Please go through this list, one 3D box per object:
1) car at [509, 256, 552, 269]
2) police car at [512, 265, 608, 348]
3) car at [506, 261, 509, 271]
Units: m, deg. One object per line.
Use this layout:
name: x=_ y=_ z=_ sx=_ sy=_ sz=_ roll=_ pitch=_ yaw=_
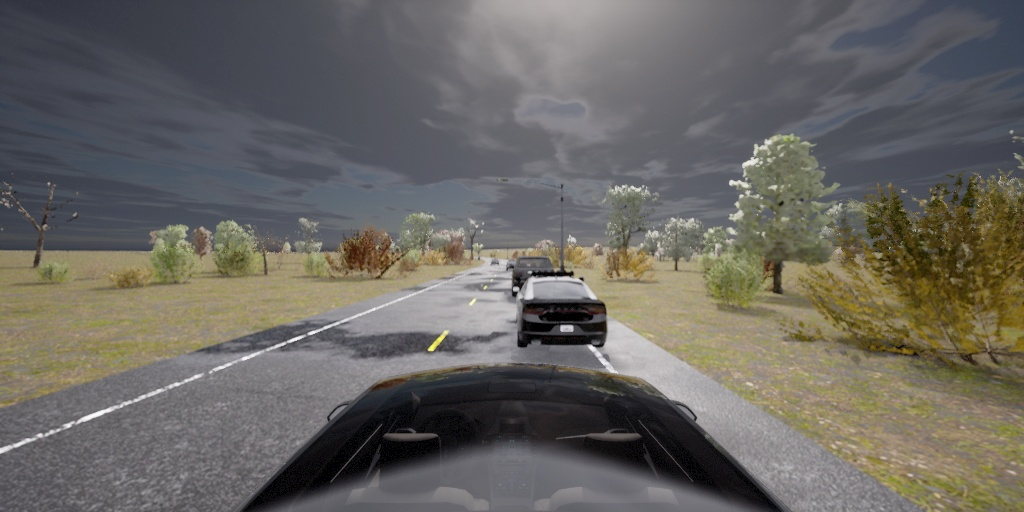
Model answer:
car: x=1.068 y=1.024 z=19.393 sx=2.150 sy=2.045 sz=5.566 roll=0 pitch=0 yaw=0
police car: x=1.058 y=1.199 z=9.472 sx=1.930 sy=1.638 sz=5.238 roll=0 pitch=0 yaw=0
car: x=0.108 y=1.399 z=52.112 sx=2.033 sy=1.411 sz=5.357 roll=0 pitch=0 yaw=1
